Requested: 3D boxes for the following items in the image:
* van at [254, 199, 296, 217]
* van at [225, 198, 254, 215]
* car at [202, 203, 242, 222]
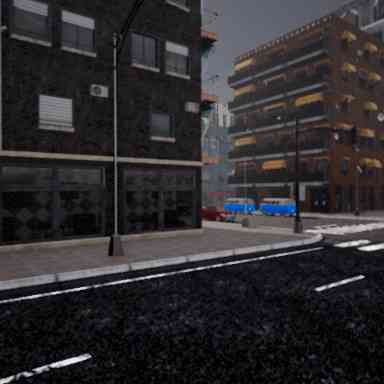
[{"bbox_3d":[8.659,1.566,33.716,1.690,1.788,3.998,-1,0,-36],"label":"van"},{"bbox_3d":[5.337,1.639,38.227,1.690,1.788,3.998,-1,0,-36],"label":"van"},{"bbox_3d":[1.928,1.849,28.788,1.802,1.307,4.206,-1,0,-36],"label":"car"}]
